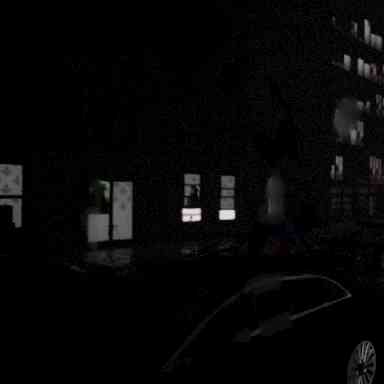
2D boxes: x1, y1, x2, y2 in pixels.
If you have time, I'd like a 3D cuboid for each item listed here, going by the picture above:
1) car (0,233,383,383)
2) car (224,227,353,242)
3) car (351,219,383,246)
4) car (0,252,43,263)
[{"bbox_3d":[0.179,1.501,3.506,4.902,1.511,2.128,0,0,-35],"label":"car"},{"bbox_3d":[1.463,1.576,7.592,4.403,1.369,2.008,0,0,-35],"label":"car"},{"bbox_3d":[6.086,1.601,10.884,4.403,1.369,2.008,0,0,-35],"label":"car"},{"bbox_3d":[-3.160,1.544,4.300,4.507,1.381,1.887,0,0,-35],"label":"car"}]
